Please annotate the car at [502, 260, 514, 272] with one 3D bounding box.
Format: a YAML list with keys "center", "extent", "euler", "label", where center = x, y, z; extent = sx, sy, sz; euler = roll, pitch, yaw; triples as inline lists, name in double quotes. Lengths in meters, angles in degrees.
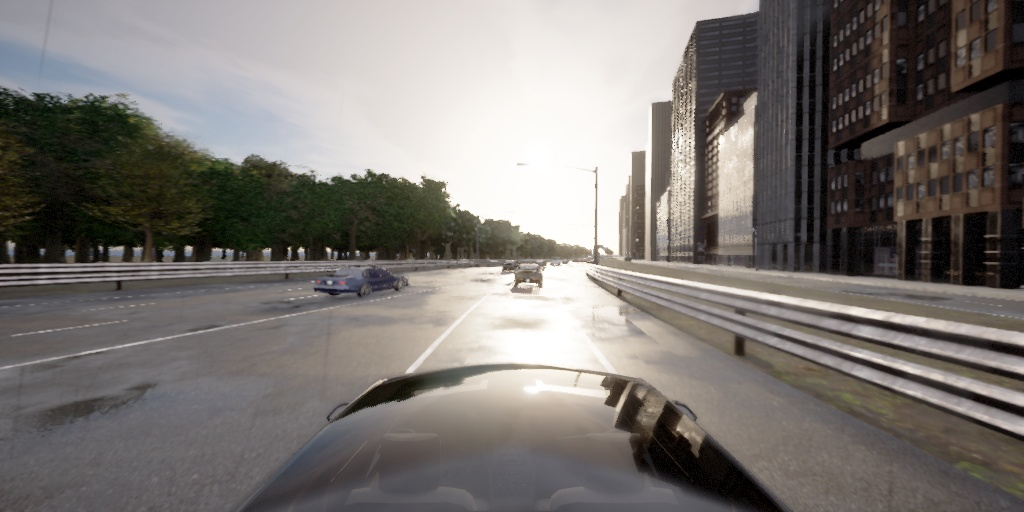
- center: [0.107, 1.322, 46.599]
  extent: [1.837, 1.490, 4.892]
  euler: [1, 0, 14]
  label: "car"

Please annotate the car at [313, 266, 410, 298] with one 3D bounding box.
- center: [-7.218, 1.212, 17.844]
  extent: [2.033, 1.411, 5.357]
  euler: [1, 0, 14]
  label: "car"

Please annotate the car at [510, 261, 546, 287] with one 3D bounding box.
- center: [1.214, 1.292, 24.813]
  extent: [1.837, 1.490, 4.892]
  euler: [0, 0, 6]
  label: "car"
